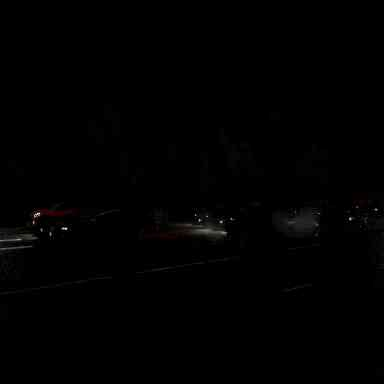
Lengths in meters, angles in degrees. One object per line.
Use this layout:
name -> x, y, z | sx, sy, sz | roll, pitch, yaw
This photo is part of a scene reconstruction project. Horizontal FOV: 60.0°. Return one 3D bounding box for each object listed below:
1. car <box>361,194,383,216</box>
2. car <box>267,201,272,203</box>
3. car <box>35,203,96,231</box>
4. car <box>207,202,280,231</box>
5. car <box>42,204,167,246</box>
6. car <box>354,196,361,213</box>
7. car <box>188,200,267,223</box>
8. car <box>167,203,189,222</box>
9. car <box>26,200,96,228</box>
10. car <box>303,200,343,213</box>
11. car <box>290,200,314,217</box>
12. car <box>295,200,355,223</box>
car -> 18.745, 1.221, 31.418 | 5.566, 2.045, 2.150 | 0, 0, -36
car -> 6.219, 1.526, 31.146 | 4.674, 1.442, 1.812 | 0, 0, -35
car -> -5.522, 1.547, 18.532 | 5.357, 1.411, 2.033 | 0, 0, -35
car -> 3.324, 1.564, 20.506 | 4.181, 1.385, 1.994 | 0, 0, -35
car -> -3.921, 1.492, 15.330 | 4.902, 1.511, 2.128 | 0, 0, -36
car -> 19.435, 1.221, 36.197 | 5.566, 2.045, 2.150 | 0, 0, -35
car -> 2.693, 1.547, 24.358 | 5.357, 1.411, 2.033 | 0, 0, -36
car -> -0.909, 1.564, 26.086 | 4.181, 1.385, 1.994 | 0, 0, -36
car -> -7.931, 1.352, 21.068 | 4.553, 1.767, 2.097 | 0, 0, -35
car -> 14.623, 1.601, 37.074 | 4.718, 1.301, 1.895 | 0, 0, -36
car -> 10.944, 1.505, 30.208 | 4.892, 1.490, 1.837 | 0, 0, -35
car -> 10.175, 1.564, 25.383 | 4.181, 1.385, 1.994 | 0, 0, -35
